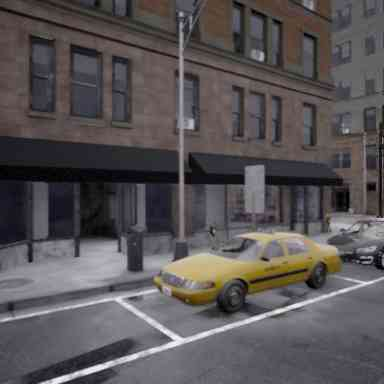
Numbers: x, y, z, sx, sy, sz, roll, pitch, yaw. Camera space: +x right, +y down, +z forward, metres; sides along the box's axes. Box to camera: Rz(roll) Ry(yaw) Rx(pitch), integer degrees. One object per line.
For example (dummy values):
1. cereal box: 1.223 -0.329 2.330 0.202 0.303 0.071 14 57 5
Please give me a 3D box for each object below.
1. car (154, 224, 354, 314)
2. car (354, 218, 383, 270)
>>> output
1. car: 1.498 1.524 7.603 4.829 1.417 1.752 0 0 -36
2. car: 6.134 1.550 10.911 4.403 1.369 2.008 0 0 -36
